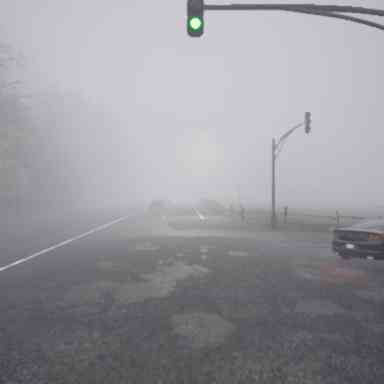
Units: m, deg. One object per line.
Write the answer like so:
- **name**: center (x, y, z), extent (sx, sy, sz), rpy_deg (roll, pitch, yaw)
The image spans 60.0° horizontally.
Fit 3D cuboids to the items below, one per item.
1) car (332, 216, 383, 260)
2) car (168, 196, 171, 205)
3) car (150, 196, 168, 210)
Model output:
- **car**: center (7.112, 1.603, 11.614), extent (5.008, 1.535, 1.882), rpy_deg (1, -3, -29)
- **car**: center (-5.151, 1.538, 64.985), extent (2.097, 1.767, 4.553), rpy_deg (0, 0, -1)
- **car**: center (-4.614, 1.631, 45.240), extent (1.837, 1.490, 4.892), rpy_deg (0, 0, -1)
